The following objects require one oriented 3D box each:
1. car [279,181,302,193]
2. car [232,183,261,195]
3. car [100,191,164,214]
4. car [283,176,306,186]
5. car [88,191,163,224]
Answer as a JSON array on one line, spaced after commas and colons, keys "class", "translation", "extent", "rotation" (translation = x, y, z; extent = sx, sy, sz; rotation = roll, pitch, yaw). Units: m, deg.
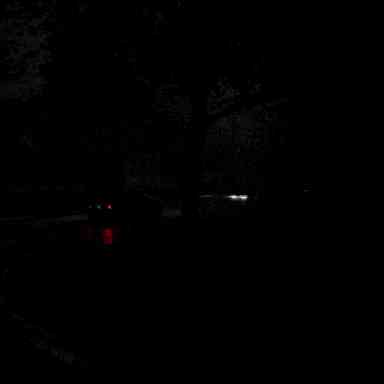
[{"class": "car", "translation": [12.431, -0.671, 41.363], "extent": [1.994, 1.385, 4.181], "rotation": [1, 5, 37]}, {"class": "car", "translation": [6.399, -0.398, 39.109], "extent": [1.994, 1.385, 4.181], "rotation": [2, 5, 37]}, {"class": "car", "translation": [-4.366, 0.698, 24.944], "extent": [1.895, 1.301, 4.718], "rotation": [1, 4, 37]}, {"class": "car", "translation": [15.919, -1.765, 51.484], "extent": [1.895, 1.301, 4.718], "rotation": [1, 5, 37]}, {"class": "car", "translation": [-3.835, 0.732, 19.865], "extent": [2.097, 1.767, 4.553], "rotation": [1, 4, 36]}]
